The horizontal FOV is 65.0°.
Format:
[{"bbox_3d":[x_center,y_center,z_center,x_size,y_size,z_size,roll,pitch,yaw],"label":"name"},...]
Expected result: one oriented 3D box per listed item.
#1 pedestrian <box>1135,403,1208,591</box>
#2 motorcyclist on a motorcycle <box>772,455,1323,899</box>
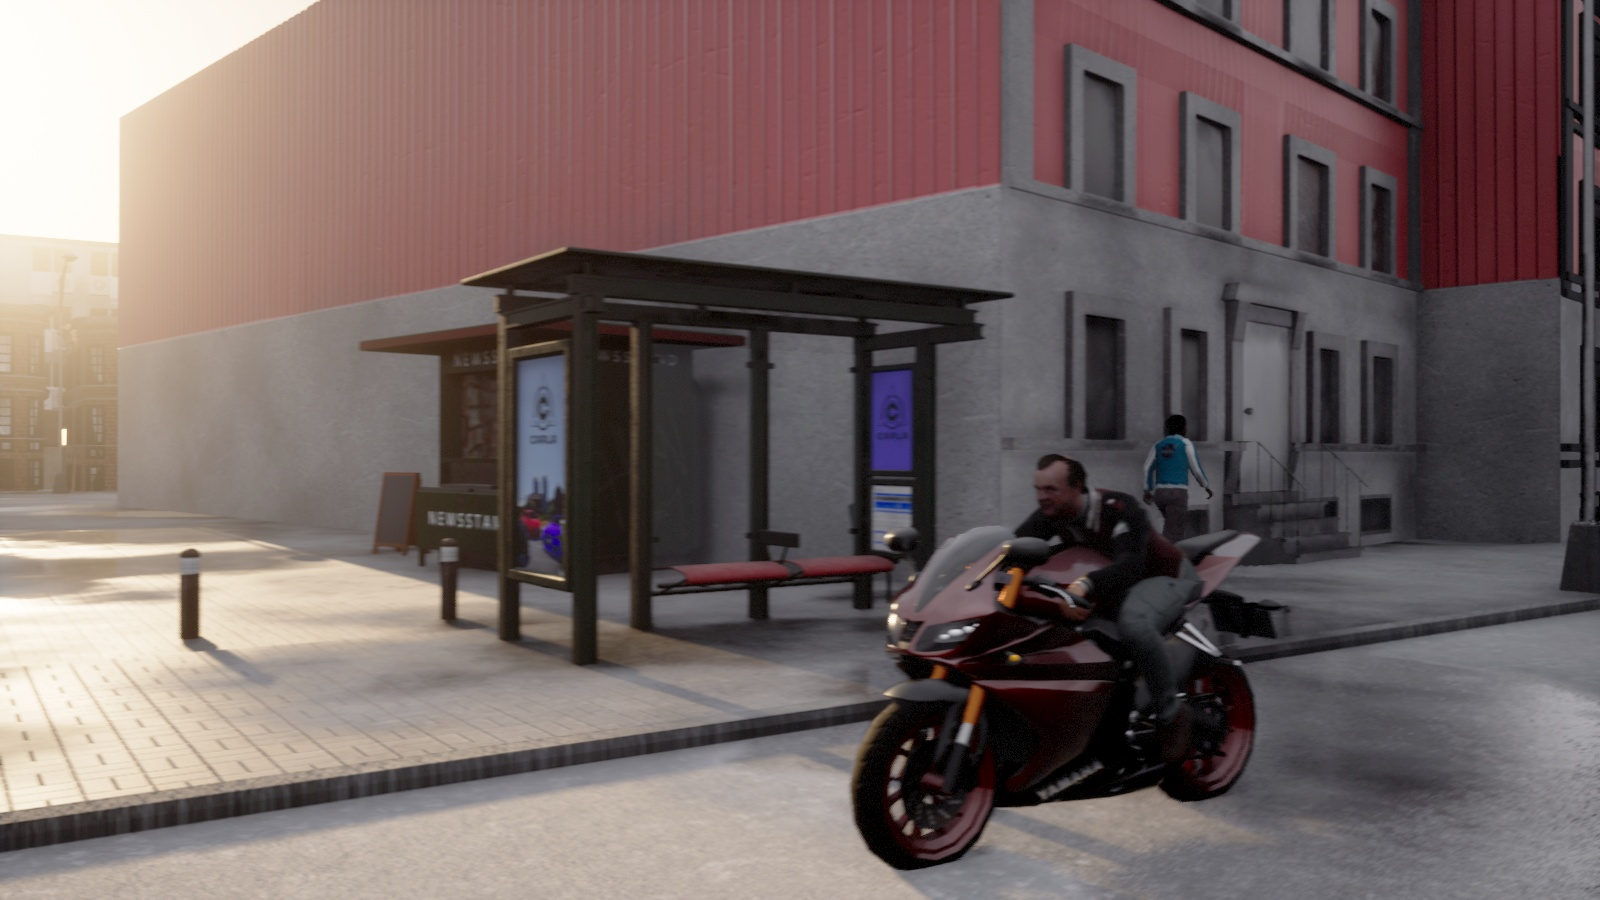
[{"bbox_3d":[3.925,0.479,13.261,0.692,1.930,0.396,0,0,-36],"label":"pedestrian"},{"bbox_3d":[1.042,0.790,4.993,2.191,1.530,0.866,0,0,-35],"label":"motorcyclist on a motorcycle"}]
